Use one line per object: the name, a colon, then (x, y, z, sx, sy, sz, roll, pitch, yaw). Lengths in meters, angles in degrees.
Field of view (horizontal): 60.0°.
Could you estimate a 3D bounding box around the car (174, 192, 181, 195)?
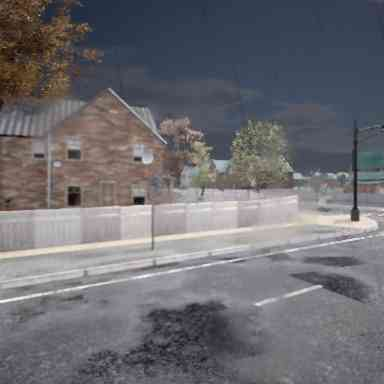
car: (-2.943, 0.133, 64.012, 1.812, 1.442, 4.674, 0, 1, -20)
